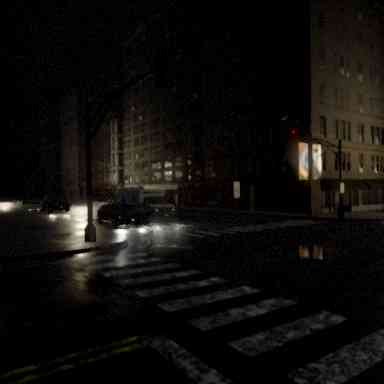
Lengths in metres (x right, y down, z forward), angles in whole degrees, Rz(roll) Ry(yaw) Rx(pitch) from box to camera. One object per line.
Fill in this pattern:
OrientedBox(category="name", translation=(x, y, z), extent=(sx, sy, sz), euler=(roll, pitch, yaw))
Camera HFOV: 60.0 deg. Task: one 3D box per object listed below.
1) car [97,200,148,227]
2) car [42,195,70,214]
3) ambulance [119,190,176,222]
OrientedBox(category="car", translation=(-5.294, 1.585, 23.869), extent=(1.837, 1.490, 4.892), euler=(-1, 1, -36))
OrientedBox(category="car", translation=(-15.935, 1.356, 38.748), extent=(2.150, 2.045, 5.566), euler=(-1, 1, -35))
OrientedBox(category="ambulance", translation=(-3.769, 1.064, 27.480), extent=(2.351, 2.431, 6.366), euler=(-1, 1, -36))
